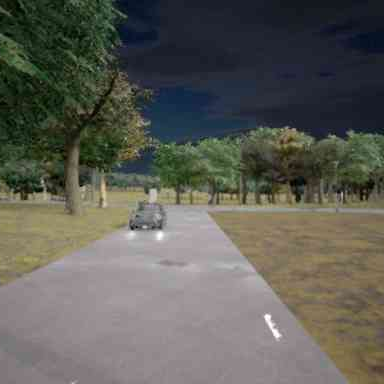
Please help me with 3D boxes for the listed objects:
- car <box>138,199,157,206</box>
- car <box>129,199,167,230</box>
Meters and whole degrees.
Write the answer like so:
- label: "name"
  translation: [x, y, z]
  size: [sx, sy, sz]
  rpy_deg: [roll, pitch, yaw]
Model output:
- label: "car"
  translation: [-10.039, 2.389, 74.865]
  size: [4.181, 1.385, 1.994]
  rpy_deg: [1, 1, 35]
- label: "car"
  translation: [-2.818, 1.534, 22.195]
  size: [2.097, 1.767, 4.553]
  rpy_deg: [0, -1, 0]
